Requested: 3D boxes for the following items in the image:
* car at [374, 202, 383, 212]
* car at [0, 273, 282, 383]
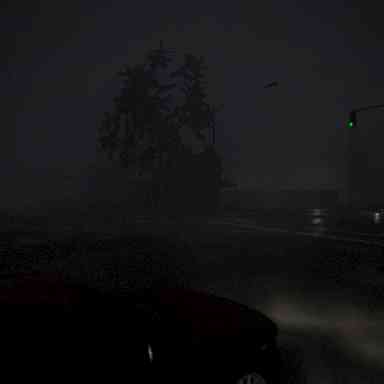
[{"bbox_3d":[22.317,1.505,36.858,5.357,1.411,2.033,0,0,-35],"label":"car"},{"bbox_3d":[-1.359,1.478,2.771,5.008,1.535,1.882,0,0,-35],"label":"car"}]
